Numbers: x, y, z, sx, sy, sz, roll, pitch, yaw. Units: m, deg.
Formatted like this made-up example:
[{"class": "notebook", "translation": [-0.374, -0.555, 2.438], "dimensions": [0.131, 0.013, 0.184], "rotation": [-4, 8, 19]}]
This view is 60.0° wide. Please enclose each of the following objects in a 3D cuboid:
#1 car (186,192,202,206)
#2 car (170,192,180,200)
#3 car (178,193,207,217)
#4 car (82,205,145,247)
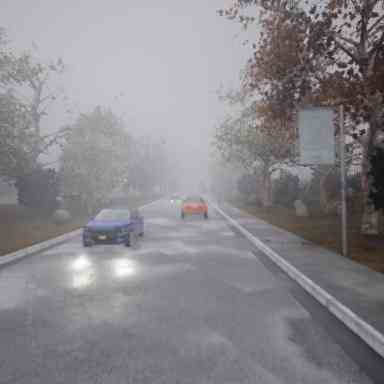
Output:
[{"class": "car", "translation": [0.247, 0.871, 45.909], "dimensions": [2.097, 1.767, 4.553], "rotation": [0, 1, 0]}, {"class": "car", "translation": [-3.058, 0.775, 62.779], "dimensions": [2.033, 1.411, 5.357], "rotation": [0, 1, 1]}, {"class": "car", "translation": [0.191, 1.135, 28.445], "dimensions": [2.097, 1.767, 4.553], "rotation": [0, 1, 0]}, {"class": "car", "translation": [-3.297, 1.395, 14.764], "dimensions": [1.882, 1.535, 5.008], "rotation": [0, 0, 0]}]
